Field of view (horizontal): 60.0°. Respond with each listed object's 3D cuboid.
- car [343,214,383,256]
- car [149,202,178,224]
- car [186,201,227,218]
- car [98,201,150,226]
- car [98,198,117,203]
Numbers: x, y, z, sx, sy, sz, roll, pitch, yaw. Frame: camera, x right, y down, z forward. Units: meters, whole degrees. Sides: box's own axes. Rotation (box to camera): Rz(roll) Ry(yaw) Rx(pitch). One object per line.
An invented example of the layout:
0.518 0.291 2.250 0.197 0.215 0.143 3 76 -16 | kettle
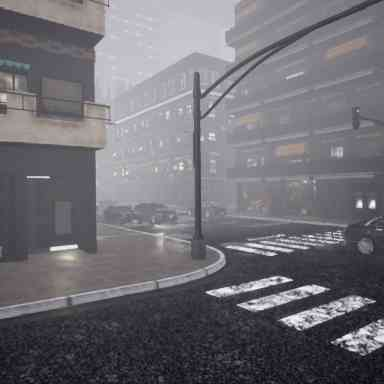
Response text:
7.652 1.503 11.139 1.837 1.490 4.892 0 -1 -36 | car
-2.927 1.539 25.675 1.837 1.490 4.892 -1 0 -36 | car
1.212 1.513 29.190 2.008 1.369 4.403 -1 1 -36 | car
-5.161 1.632 24.557 1.947 1.339 4.313 -1 1 -36 | car
-11.915 1.519 47.249 1.887 1.381 4.507 -1 1 -36 | car
